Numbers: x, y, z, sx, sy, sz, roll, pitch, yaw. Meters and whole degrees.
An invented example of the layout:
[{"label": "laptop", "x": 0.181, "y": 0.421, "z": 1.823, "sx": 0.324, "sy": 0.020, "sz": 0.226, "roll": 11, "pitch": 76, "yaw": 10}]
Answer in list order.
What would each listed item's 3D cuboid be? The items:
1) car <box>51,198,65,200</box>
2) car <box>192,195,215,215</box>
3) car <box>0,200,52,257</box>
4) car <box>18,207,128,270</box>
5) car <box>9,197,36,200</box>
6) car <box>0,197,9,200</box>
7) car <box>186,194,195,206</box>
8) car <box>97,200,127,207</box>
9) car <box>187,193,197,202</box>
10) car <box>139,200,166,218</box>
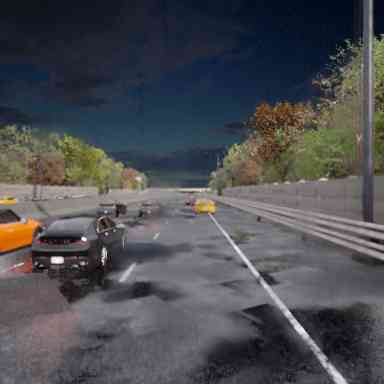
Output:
[{"label": "car", "x": -17.601, "y": 1.440, "z": 43.503, "sx": 1.994, "sy": 1.385, "sz": 4.181, "roll": 0, "pitch": 0, "yaw": 0}, {"label": "car", "x": 1.208, "y": 1.376, "z": 32.890, "sx": 1.882, "sy": 1.535, "sz": 5.008, "roll": 0, "pitch": 0, "yaw": 0}, {"label": "car", "x": -6.906, "y": 1.311, "z": 11.356, "sx": 2.097, "sy": 1.767, "sz": 4.553, "roll": 0, "pitch": 0, "yaw": 0}, {"label": "car", "x": -3.405, "y": 1.466, "z": 10.829, "sx": 1.837, "sy": 1.490, "sz": 4.892, "roll": 0, "pitch": 0, "yaw": 0}, {"label": "car", "x": -21.101, "y": 1.441, "z": 42.705, "sx": 1.994, "sy": 1.385, "sz": 4.181, "roll": 0, "pitch": 0, "yaw": 0}, {"label": "car", "x": -24.595, "y": 1.353, "z": 43.372, "sx": 1.882, "sy": 1.535, "sz": 5.008, "roll": 0, "pitch": 0, "yaw": 0}, {"label": "car", "x": -0.027, "y": 1.460, "z": 51.774, "sx": 1.895, "sy": 1.301, "sz": 4.718, "roll": 0, "pitch": 0, "yaw": 0}, {"label": "car", "x": -6.915, "y": 1.396, "z": 29.099, "sx": 2.128, "sy": 1.511, "sz": 4.902, "roll": 0, "pitch": 0, "yaw": 0}, {"label": "car", "x": -0.035, "y": 1.135, "z": 68.307, "sx": 2.097, "sy": 1.767, "sz": 4.553, "roll": 0, "pitch": 0, "yaw": 0}, {"label": "car", "x": -3.414, "y": 1.397, "z": 29.107, "sx": 2.128, "sy": 1.511, "sz": 4.902, "roll": 0, "pitch": 0, "yaw": 0}]
